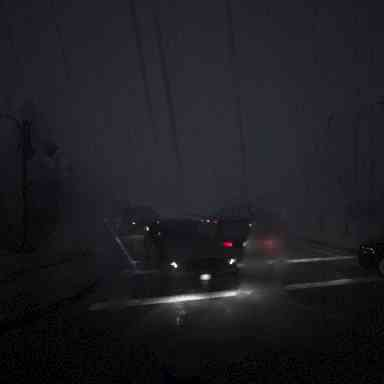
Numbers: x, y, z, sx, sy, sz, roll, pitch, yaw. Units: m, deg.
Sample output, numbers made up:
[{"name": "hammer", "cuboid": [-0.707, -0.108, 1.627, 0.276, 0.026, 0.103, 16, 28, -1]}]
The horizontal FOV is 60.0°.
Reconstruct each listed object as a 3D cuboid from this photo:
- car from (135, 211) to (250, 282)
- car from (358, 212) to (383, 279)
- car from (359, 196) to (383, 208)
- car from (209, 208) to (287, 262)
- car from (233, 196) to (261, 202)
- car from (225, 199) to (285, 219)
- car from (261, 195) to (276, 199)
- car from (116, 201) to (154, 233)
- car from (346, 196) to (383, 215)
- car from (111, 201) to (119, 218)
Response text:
[{"name": "car", "cuboid": [-0.368, 1.542, 10.140, 2.033, 1.411, 5.357, 0, 0, -15]}, {"name": "car", "cuboid": [6.785, 1.475, 7.997, 5.008, 1.535, 1.882, 0, 0, 36]}, {"name": "car", "cuboid": [23.819, 1.272, 43.279, 1.845, 1.501, 3.633, 0, 0, -17]}, {"name": "car", "cuboid": [1.437, 1.540, 12.003, 2.033, 1.411, 5.357, 0, 0, -4]}, {"name": "car", "cuboid": [7.266, 1.287, 46.207, 2.007, 1.523, 4.514, 0, 0, -17]}, {"name": "car", "cuboid": [2.978, 1.467, 19.159, 5.357, 1.411, 2.033, -4, 2, -32]}, {"name": "car", "cuboid": [10.252, 1.276, 47.171, 2.152, 1.636, 5.027, 0, 0, -17]}, {"name": "car", "cuboid": [-3.127, 1.529, 19.967, 2.033, 1.411, 5.357, 0, 0, -17]}, {"name": "car", "cuboid": [15.546, 1.355, 29.271, 1.970, 1.475, 3.806, 0, 0, -17]}, {"name": "car", "cuboid": [-6.313, 1.515, 30.111, 2.033, 1.411, 5.357, 0, 0, -17]}]
